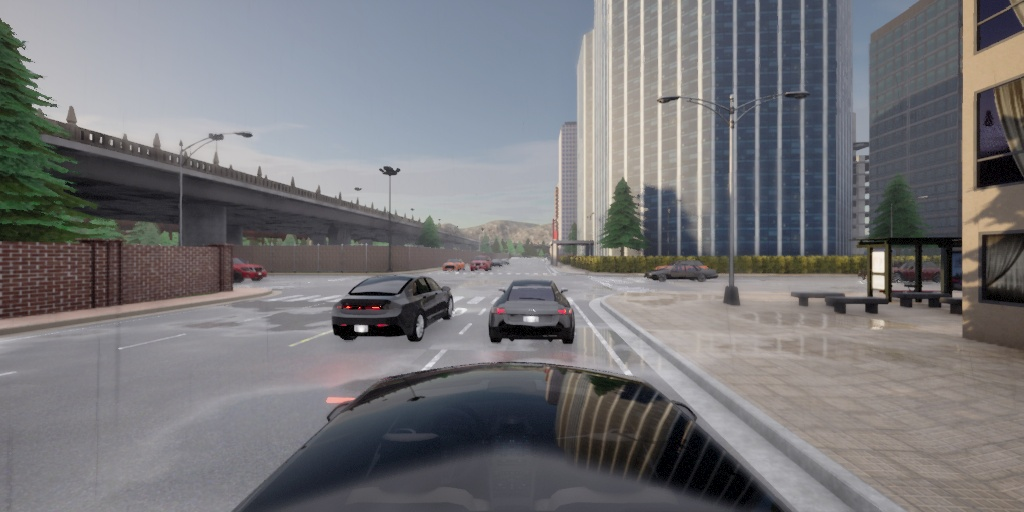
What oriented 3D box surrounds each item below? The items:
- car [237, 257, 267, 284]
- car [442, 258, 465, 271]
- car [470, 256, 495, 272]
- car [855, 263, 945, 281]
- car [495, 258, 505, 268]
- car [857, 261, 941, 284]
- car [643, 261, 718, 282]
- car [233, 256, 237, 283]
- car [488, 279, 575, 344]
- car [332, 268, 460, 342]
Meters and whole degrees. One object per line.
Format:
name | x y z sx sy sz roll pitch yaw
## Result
car | -22.133 1.025 27.750 5.566 2.045 2.150 0 0 4
car | -7.533 1.102 46.598 2.097 1.767 4.553 0 0 5
car | -4.000 0.964 46.559 2.150 2.045 5.566 0 1 4
car | 33.282 1.350 30.896 5.357 1.411 2.033 0 0 4
car | -2.790 1.223 63.100 1.882 1.535 5.008 0 0 4
car | 30.145 1.155 27.623 4.553 1.767 2.097 0 0 4
car | 13.507 1.351 28.853 5.357 1.411 2.033 0 0 4
car | -22.268 1.026 24.244 5.566 2.045 2.150 0 0 4
car | 0.557 1.313 9.633 1.994 1.385 4.181 0 0 4
car | -2.942 1.254 9.838 1.837 1.490 4.892 0 0 4
